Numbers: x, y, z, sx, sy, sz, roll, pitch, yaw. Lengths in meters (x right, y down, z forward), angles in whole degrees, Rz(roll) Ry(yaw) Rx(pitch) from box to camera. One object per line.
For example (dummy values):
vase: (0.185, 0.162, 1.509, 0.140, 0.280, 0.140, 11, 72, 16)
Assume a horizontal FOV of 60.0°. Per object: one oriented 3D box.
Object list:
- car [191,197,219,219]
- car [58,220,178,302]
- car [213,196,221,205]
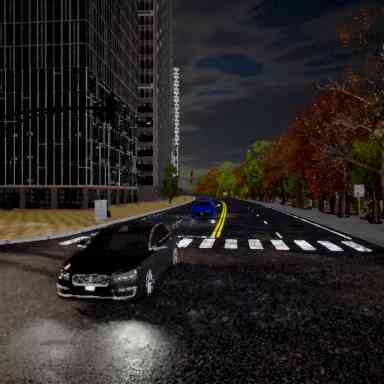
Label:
car: (1.078, 1.499, 29.336, 1.882, 1.535, 5.008, 0, 0, 7)
car: (-1.582, 1.548, 8.632, 1.837, 1.490, 4.892, 0, 0, 8)
car: (4.209, 1.509, 60.119, 2.033, 1.411, 5.357, 0, 0, 4)
